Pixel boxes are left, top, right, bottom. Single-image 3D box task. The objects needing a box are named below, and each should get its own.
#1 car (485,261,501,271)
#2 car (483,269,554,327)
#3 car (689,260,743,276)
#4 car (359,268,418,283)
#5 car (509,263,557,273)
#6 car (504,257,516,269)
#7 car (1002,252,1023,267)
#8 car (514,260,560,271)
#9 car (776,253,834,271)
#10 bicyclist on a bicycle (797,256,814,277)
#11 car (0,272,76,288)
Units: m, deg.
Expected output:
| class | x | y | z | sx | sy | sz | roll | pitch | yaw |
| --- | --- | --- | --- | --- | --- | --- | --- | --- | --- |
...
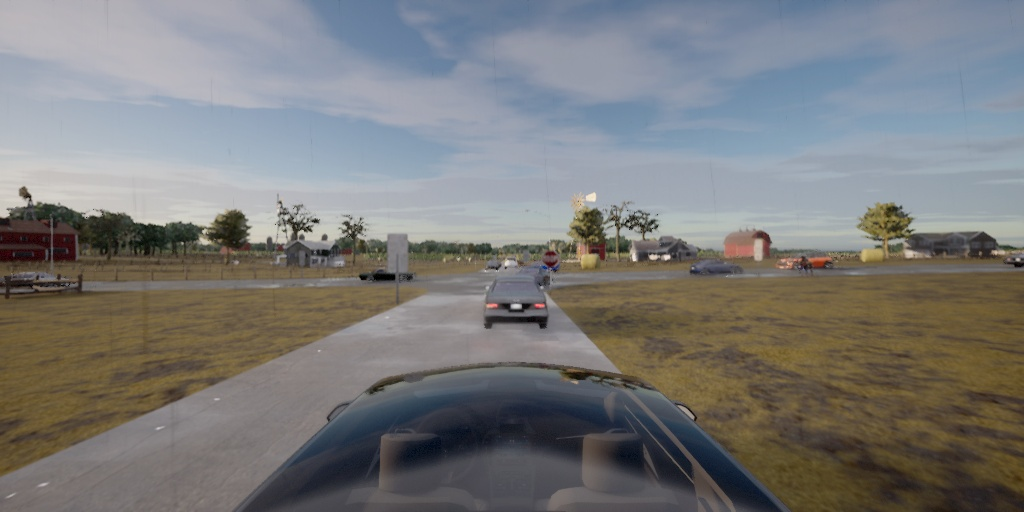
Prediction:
| class | x | y | z | sx | sy | sz | roll | pitch | yaw |
| --- | --- | --- | --- | --- | --- | --- | --- | --- | --- |
| car | -2.997 | 1.440 | 54.166 | 1.837 | 1.490 | 4.892 | 0 | 0 | -1 |
| car | 0.098 | 1.326 | 11.540 | 2.033 | 1.411 | 5.357 | 0 | 0 | 0 |
| car | 18.061 | 1.001 | 31.833 | 4.181 | 1.385 | 1.994 | -1 | 1 | 0 |
| car | -10.884 | 1.664 | 31.792 | 4.718 | 1.301 | 1.895 | -1 | 1 | 0 |
| car | 1.516 | 1.382 | 24.390 | 1.994 | 1.385 | 4.181 | 0 | 0 | 18 |
| car | -0.164 | 1.200 | 63.910 | 2.150 | 2.045 | 5.566 | 0 | 0 | 0 |
| car | 47.578 | 0.319 | 31.924 | 5.357 | 1.411 | 2.033 | -1 | 1 | 0 |
| car | 3.013 | 1.254 | 39.706 | 1.882 | 1.535 | 5.008 | -4 | 0 | -44 |
| car | 28.928 | 0.477 | 35.545 | 4.553 | 1.767 | 2.097 | -1 | 1 | 0 |
| bicyclist on a bicycle | 22.847 | 0.830 | 27.945 | 0.582 | 1.620 | 1.656 | -1 | -1 | 0 |
| car | -42.185 | 2.148 | 31.752 | 5.357 | 1.411 | 2.033 | 0 | 1 | 0 |
